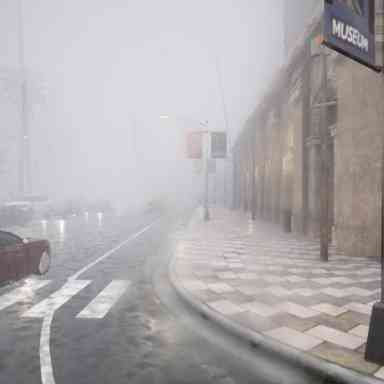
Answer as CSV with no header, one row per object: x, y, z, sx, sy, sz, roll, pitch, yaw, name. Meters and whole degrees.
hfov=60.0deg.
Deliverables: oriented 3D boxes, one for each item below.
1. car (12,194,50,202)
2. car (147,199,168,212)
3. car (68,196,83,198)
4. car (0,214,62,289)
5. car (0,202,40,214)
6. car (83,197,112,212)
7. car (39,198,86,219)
-14.836,1.221,30.384,2.150,2.045,5.566,0,0,2,car
-3.927,1.505,38.167,1.882,1.535,5.008,0,0,2,car
-14.413,1.352,40.700,2.097,1.767,4.553,0,0,2,car
-4.945,1.496,7.389,1.882,1.535,5.008,0,0,2,car
-11.679,1.547,20.089,2.033,1.411,5.357,0,0,2,car
-10.962,1.526,39.393,1.812,1.442,4.674,0,0,2,car
-11.362,1.526,29.512,1.812,1.442,4.674,0,0,2,car
